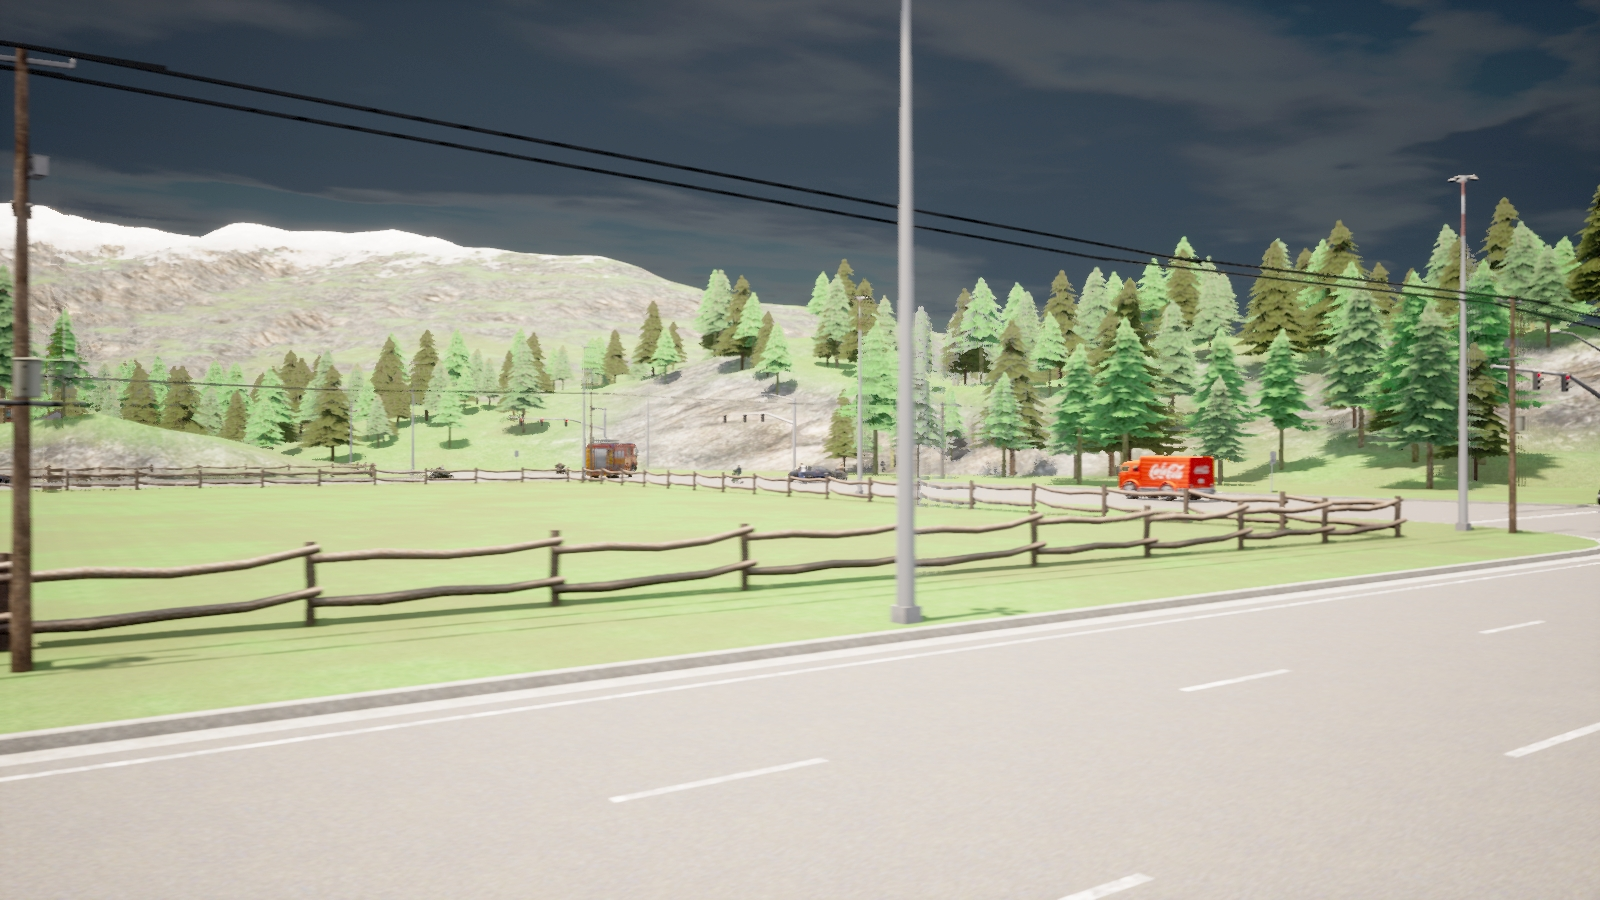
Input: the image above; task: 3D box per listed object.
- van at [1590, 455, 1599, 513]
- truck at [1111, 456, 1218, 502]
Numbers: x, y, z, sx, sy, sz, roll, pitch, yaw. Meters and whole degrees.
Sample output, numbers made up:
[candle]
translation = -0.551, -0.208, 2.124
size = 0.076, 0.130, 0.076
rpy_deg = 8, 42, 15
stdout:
[van]
translation = 37.359, 1.535, 48.819
size = 1.988, 2.561, 5.915
rpy_deg = 0, 0, -19
[truck]
translation = 20.301, 1.568, 63.884
size = 2.627, 2.467, 5.204
rpy_deg = 0, 0, -34
